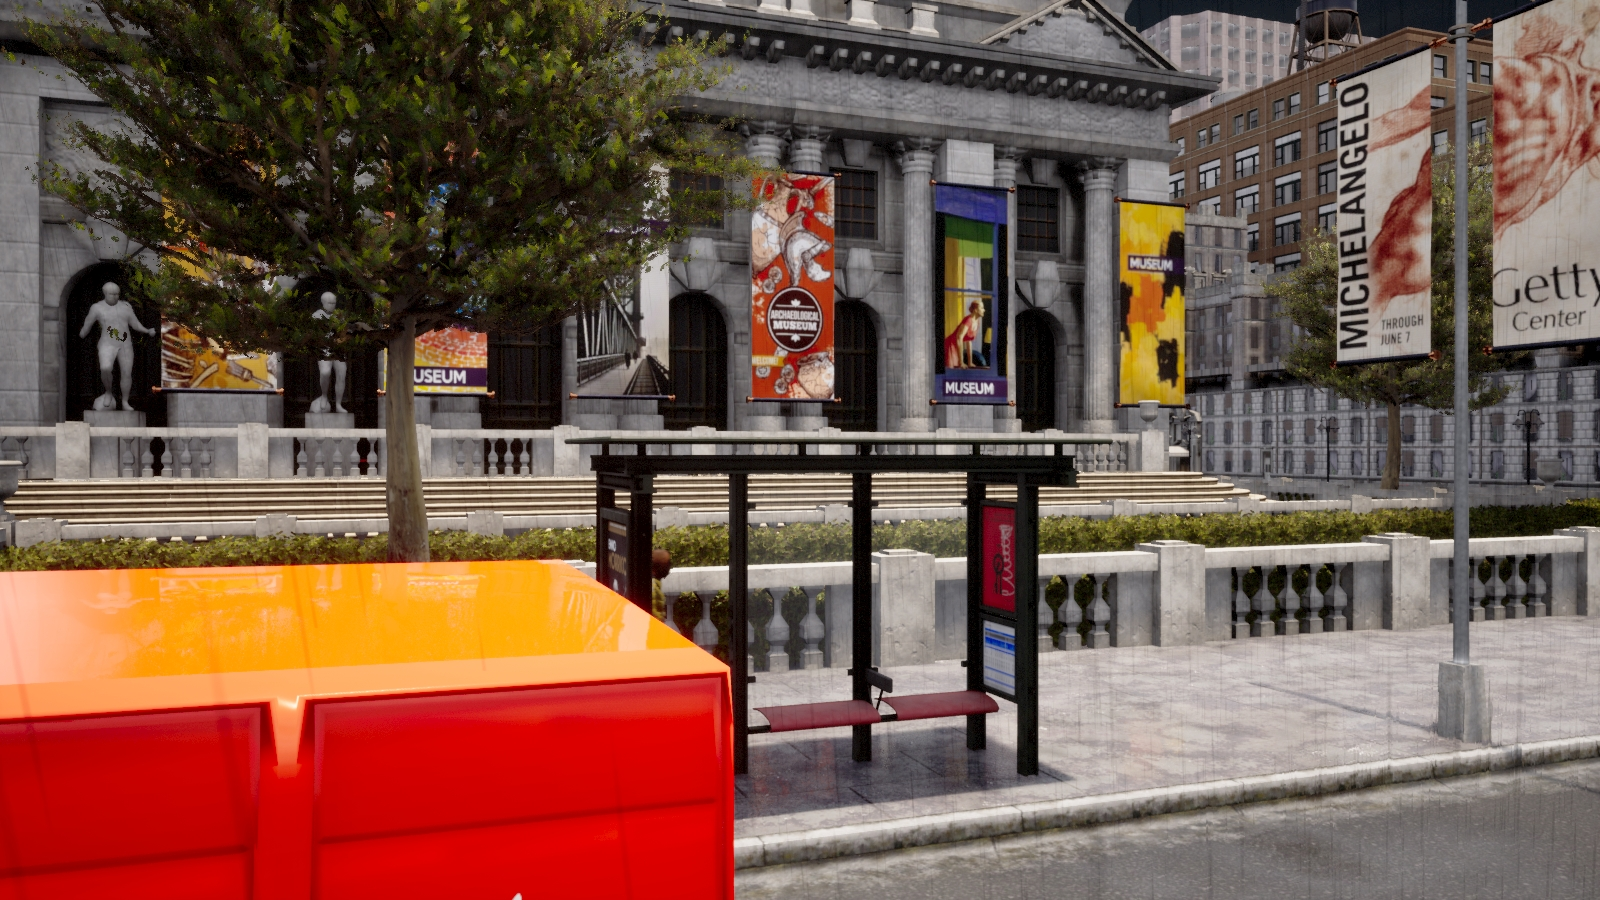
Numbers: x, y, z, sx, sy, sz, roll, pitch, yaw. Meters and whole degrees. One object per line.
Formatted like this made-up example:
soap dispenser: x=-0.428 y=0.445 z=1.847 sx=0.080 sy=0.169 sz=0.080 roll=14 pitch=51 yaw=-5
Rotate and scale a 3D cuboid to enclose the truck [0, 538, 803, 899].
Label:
truck: x=-2.888 y=1.568 z=2.235 sx=5.204 sy=2.467 sz=2.627 roll=0 pitch=0 yaw=-20
